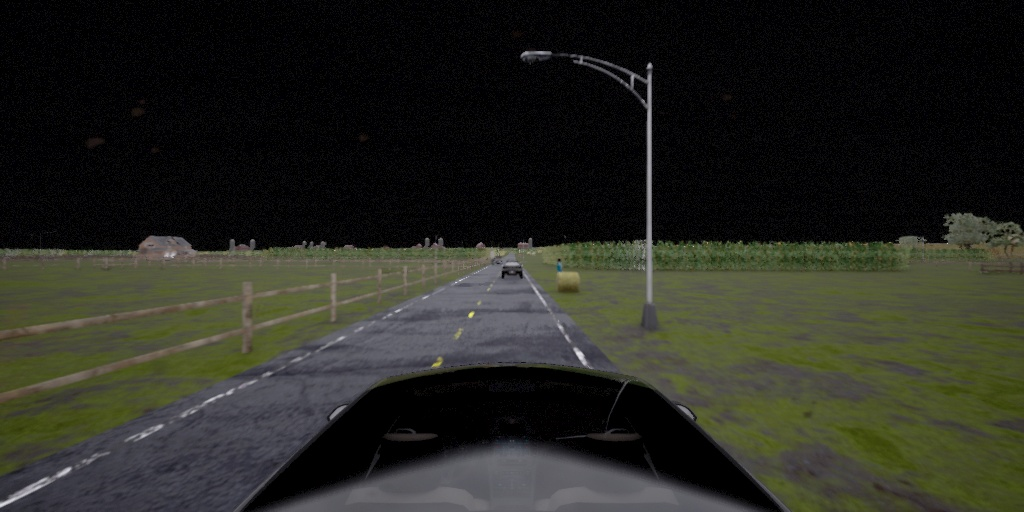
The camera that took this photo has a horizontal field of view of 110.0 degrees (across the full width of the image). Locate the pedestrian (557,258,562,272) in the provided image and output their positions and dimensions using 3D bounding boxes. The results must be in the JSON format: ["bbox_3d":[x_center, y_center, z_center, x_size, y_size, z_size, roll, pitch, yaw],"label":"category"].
[{"bbox_3d":[2.799,1.024,21.304,0.375,1.860,0.375,-1,1,-1],"label":"pedestrian"}]

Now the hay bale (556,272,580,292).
[{"bbox_3d":[3.122,1.382,20.199,1.220,1.180,1.240,0,0,0],"label":"hay bale"}]

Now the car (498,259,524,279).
[{"bbox_3d":[0.032,1.183,32.580,1.882,1.535,5.008,0,0,1],"label":"car"}]
